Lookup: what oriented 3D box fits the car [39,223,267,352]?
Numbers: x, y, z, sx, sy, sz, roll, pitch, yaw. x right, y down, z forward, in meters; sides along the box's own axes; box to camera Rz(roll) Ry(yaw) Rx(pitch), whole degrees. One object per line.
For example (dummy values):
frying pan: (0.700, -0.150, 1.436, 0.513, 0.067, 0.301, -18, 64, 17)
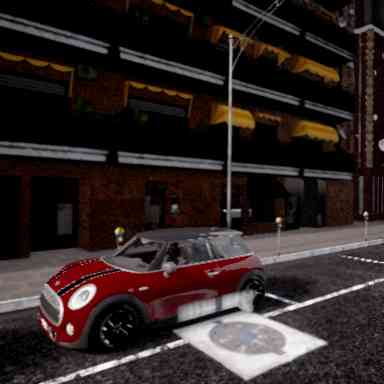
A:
car: (-0.571, 1.447, 6.135, 4.097, 1.590, 1.967, 0, 1, -35)
